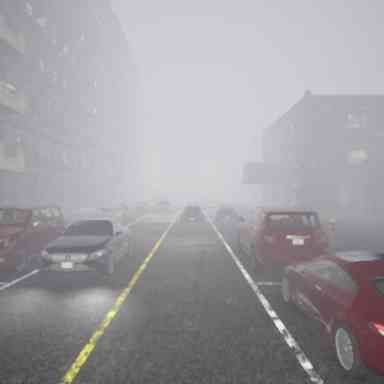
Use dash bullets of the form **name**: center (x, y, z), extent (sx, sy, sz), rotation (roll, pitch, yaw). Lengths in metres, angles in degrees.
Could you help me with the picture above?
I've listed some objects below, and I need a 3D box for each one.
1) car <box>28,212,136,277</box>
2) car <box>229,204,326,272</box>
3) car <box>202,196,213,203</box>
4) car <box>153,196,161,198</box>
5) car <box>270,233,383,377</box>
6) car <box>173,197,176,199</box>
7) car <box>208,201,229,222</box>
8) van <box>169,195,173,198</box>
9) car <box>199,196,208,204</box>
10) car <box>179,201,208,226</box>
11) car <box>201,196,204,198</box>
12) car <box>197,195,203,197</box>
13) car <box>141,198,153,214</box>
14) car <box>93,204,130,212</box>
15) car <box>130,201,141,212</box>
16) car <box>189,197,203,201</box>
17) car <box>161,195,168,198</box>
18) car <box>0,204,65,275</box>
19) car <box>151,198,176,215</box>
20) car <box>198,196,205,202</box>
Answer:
- **car**: center (-3.084, 1.570, 10.555), extent (1.812, 1.442, 4.674), rotation (0, 0, 0)
- **car**: center (2.693, 1.360, 10.828), extent (2.192, 1.841, 5.009), rotation (0, 0, 0)
- **car**: center (2.689, 1.758, 49.771), extent (1.752, 1.417, 4.829), rotation (0, 0, 0)
- **car**: center (-5.691, 1.643, 44.061), extent (1.967, 1.590, 4.097), rotation (0, 0, 0)
- **car**: center (2.692, 1.604, 5.288), extent (1.802, 1.307, 4.206), rotation (0, 0, 0)
- **car**: center (-5.693, 1.741, 82.837), extent (2.192, 1.841, 5.009), rotation (0, 0, 0)
- **car**: center (2.691, 1.671, 27.444), extent (2.008, 1.369, 4.403), rotation (0, 0, 0)
- **van**: center (-5.693, 1.698, 71.758), extent (1.690, 1.788, 3.998), rotation (0, 0, 0)
- **car**: center (2.687, 1.831, 77.297), extent (1.967, 1.590, 4.097), rotation (0, 0, 0)
- **car**: center (0.032, 1.632, 24.471), extent (1.812, 1.442, 4.674), rotation (0, 0, 0)
- **car**: center (2.688, 1.812, 55.140), extent (2.008, 1.369, 4.403), rotation (0, 0, 0)
- **car**: center (2.689, 1.639, 66.219), extent (2.192, 1.841, 5.009), rotation (0, 0, 0)
- **car**: center (-5.691, 1.720, 38.522), extent (1.887, 1.381, 4.507), rotation (0, 0, 0)
- **car**: center (-5.690, 1.646, 21.904), extent (2.008, 1.369, 4.403), rotation (0, 0, 0)
- **car**: center (-5.690, 1.645, 27.273), extent (1.752, 1.417, 4.829), rotation (0, 0, 0)
- **car**: center (0.090, 1.778, 46.280), extent (1.994, 1.385, 4.181), rotation (0, 0, 0)
- **car**: center (-5.691, 1.577, 55.141), extent (2.192, 1.841, 5.009), rotation (0, 0, 0)
- **car**: center (-5.688, 1.361, 10.827), extent (2.192, 1.841, 5.009), rotation (0, 0, 0)
- **car**: center (-3.033, 1.690, 36.341), extent (1.812, 1.442, 4.674), rotation (0, -1, 1)
- **car**: center (2.687, 1.937, 93.915), extent (1.967, 1.590, 4.097), rotation (0, 0, 0)
